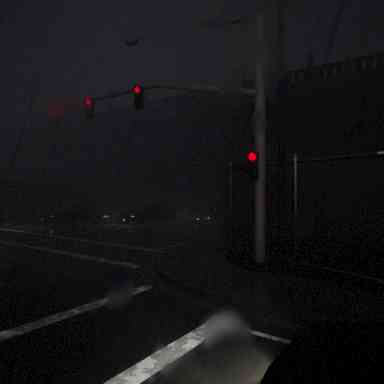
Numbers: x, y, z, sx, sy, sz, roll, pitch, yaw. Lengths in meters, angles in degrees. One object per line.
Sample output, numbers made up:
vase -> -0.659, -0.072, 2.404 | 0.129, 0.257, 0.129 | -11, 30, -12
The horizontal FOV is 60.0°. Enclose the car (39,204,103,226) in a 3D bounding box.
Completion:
car -> -8.708, 1.581, 24.258 | 1.812, 1.442, 4.674 | 0, 0, 37

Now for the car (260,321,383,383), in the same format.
car -> 3.041, 1.547, 1.799 | 5.357, 1.411, 2.033 | 0, 0, 36

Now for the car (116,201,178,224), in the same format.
car -> -3.306, 1.603, 25.785 | 2.033, 1.411, 5.357 | 0, 0, 35

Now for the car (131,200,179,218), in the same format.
car -> -3.421, 1.581, 31.659 | 1.812, 1.442, 4.674 | 0, 0, 36

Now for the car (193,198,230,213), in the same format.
car -> 2.357, 1.547, 39.798 | 2.128, 1.511, 4.902 | 0, 0, 35

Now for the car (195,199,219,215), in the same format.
car -> 2.527, 1.603, 33.997 | 2.033, 1.411, 5.357 | 0, 0, 35

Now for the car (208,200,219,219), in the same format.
car -> 3.593, 1.619, 29.122 | 1.994, 1.385, 4.181 | 0, 0, 35
